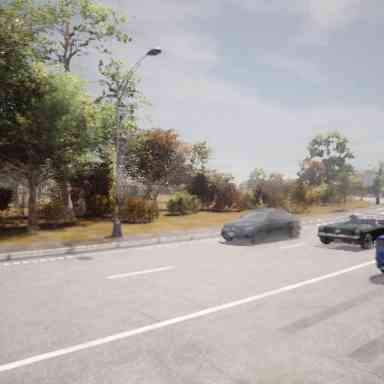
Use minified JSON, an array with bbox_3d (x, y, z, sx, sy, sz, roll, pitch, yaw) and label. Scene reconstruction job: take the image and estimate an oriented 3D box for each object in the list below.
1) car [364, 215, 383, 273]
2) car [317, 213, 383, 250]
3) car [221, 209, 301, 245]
[{"bbox_3d":[7.039,1.487,9.483,5.008,1.535,1.882,0,0,-40],"label":"car"},{"bbox_3d":[7.440,1.617,14.680,4.718,1.301,1.895,0,0,-42],"label":"car"},{"bbox_3d":[3.422,1.549,15.842,4.674,1.442,1.812,0,0,-41],"label":"car"}]
